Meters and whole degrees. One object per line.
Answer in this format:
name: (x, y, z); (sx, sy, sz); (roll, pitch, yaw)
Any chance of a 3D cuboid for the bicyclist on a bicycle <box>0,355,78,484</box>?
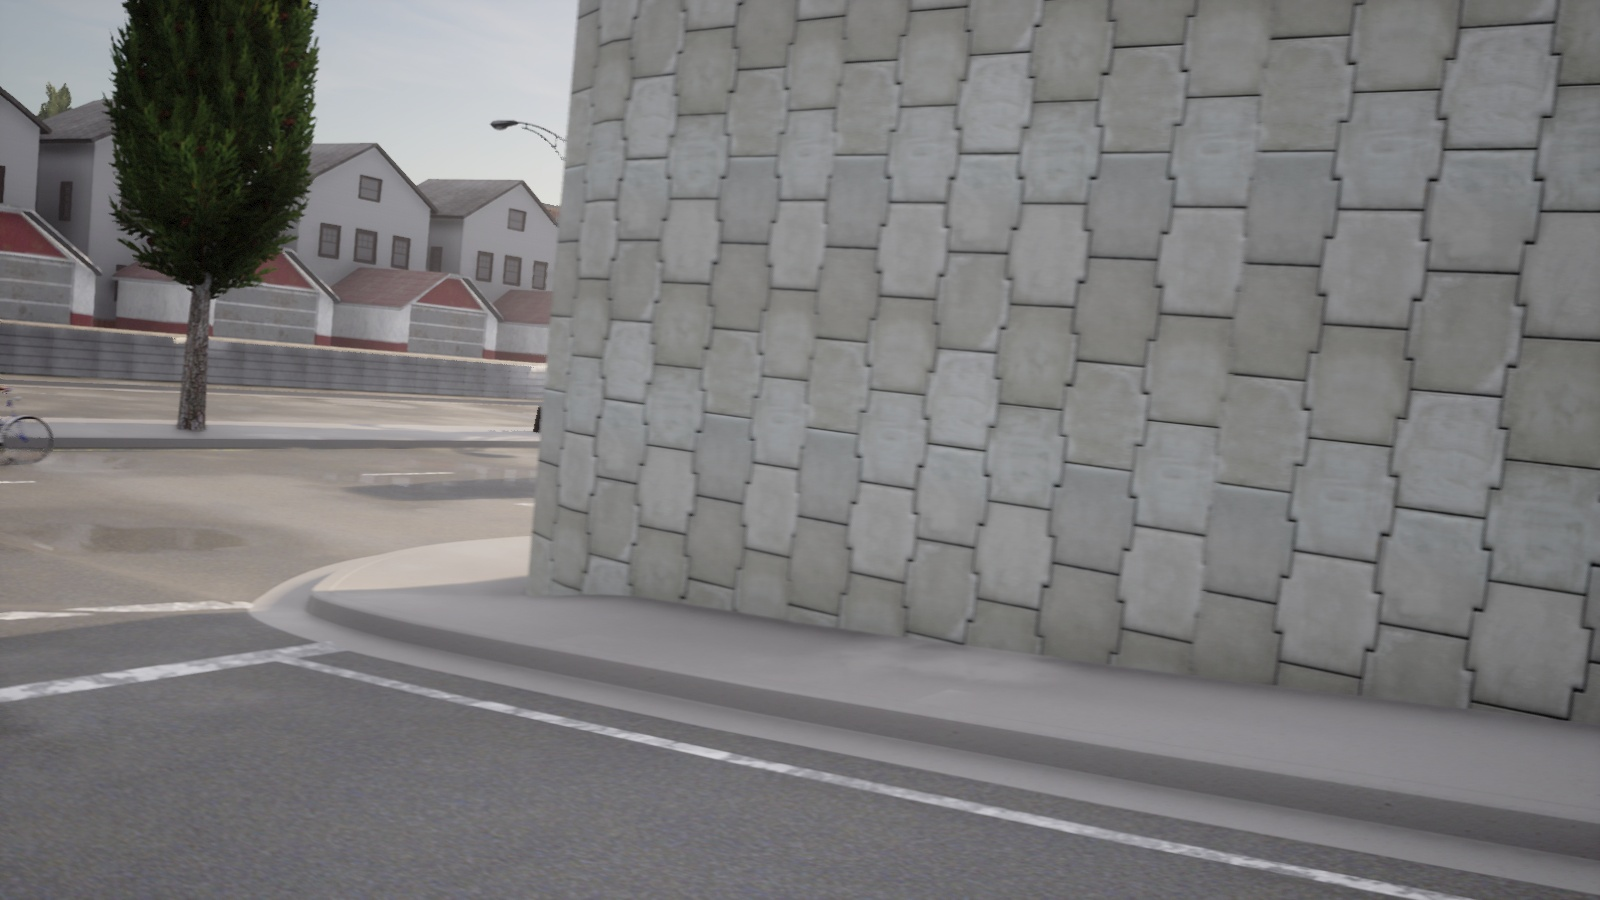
bicyclist on a bicycle: (-11.374, -0.445, 17.770); (0.659, 1.776, 1.843); (7, 5, 32)
